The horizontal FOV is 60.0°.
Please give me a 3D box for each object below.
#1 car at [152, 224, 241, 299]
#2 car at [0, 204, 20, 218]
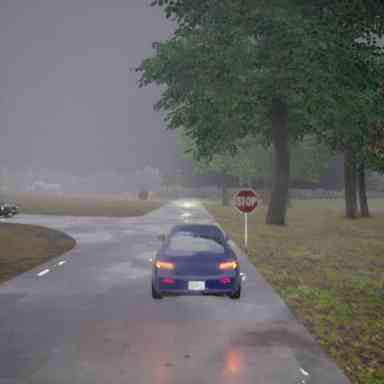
[{"bbox_3d":[0.090,1.522,8.305,1.812,1.442,4.674,0,0,0],"label":"car"},{"bbox_3d":[-13.436,0.980,20.816,4.718,1.301,1.895,3,-1,3],"label":"car"}]
